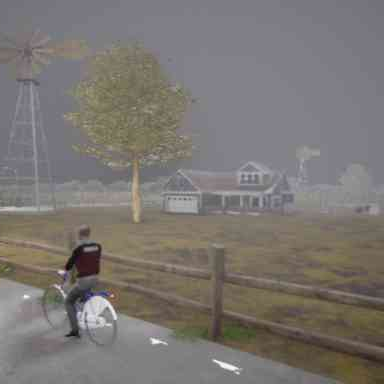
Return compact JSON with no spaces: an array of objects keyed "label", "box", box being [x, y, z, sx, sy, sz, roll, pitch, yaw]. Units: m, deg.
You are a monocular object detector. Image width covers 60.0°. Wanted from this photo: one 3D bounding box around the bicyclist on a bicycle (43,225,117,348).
[{"label":"bicyclist on a bicycle","box":[-1.812,1.394,5.177,1.843,1.776,0.659,0,0,36]}]
